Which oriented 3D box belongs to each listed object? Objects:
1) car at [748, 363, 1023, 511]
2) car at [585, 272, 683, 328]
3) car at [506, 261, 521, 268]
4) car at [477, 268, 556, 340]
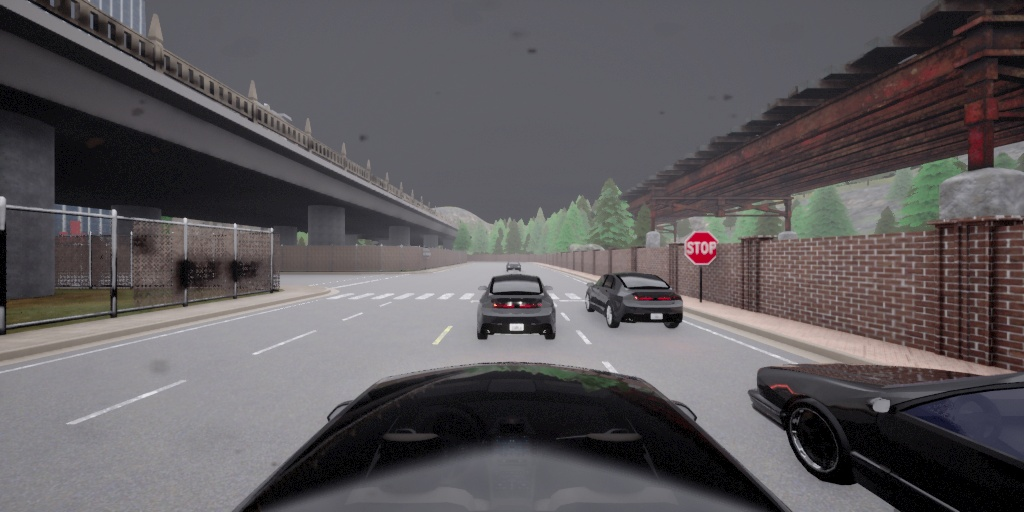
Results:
[{"bbox_3d":[3.600,1.297,1.588,2.033,1.411,5.357,0,0,0],"label":"car"},{"bbox_3d":[3.605,1.255,11.334,1.837,1.490,4.892,0,0,0],"label":"car"},{"bbox_3d":[0.205,1.351,46.264,1.895,1.301,4.718,0,0,-1],"label":"car"},{"bbox_3d":[0.103,1.255,9.977,1.837,1.490,4.892,0,0,0],"label":"car"}]
